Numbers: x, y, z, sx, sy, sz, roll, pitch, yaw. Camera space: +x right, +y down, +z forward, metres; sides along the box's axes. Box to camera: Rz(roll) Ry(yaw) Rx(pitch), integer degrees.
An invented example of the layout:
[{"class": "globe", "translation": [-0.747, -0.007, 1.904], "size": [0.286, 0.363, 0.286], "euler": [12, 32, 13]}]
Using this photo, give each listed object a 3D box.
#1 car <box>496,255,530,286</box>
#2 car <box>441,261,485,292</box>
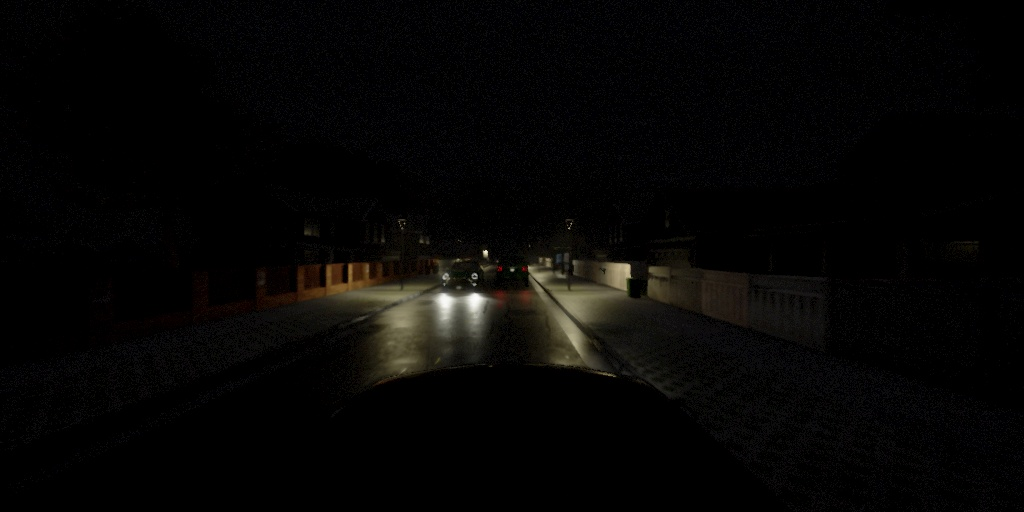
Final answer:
[{"class": "car", "translation": [0.043, 0.951, 25.047], "size": [2.150, 2.045, 5.566], "euler": [0, 0, 1]}, {"class": "car", "translation": [-2.783, 1.082, 21.194], "size": [2.097, 1.767, 4.553], "euler": [0, 0, 0]}]
